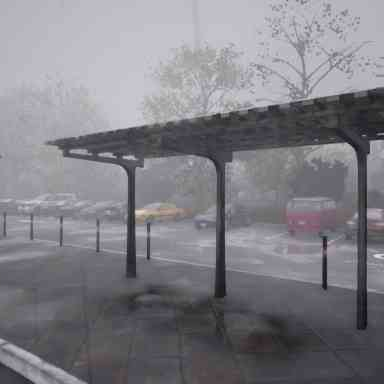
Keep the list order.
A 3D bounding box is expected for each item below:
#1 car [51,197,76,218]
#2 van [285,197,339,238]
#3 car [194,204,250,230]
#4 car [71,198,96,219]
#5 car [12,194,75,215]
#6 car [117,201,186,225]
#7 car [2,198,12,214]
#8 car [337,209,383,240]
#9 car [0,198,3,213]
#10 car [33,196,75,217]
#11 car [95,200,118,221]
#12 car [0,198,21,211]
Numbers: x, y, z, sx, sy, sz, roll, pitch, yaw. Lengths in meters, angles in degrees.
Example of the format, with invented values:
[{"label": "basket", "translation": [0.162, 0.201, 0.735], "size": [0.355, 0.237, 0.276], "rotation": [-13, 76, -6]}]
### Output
[{"label": "car", "translation": [-9.265, 1.455, 29.228], "size": [2.097, 1.535, 5.008], "rotation": [0, 0, 35]}, {"label": "van", "translation": [6.655, 1.264, 18.091], "size": [1.878, 1.987, 4.442], "rotation": [0, 0, 35]}, {"label": "car", "translation": [2.041, 1.510, 21.180], "size": [2.163, 1.488, 4.792], "rotation": [0, 0, 35]}, {"label": "car", "translation": [-6.999, 1.461, 27.625], "size": [2.231, 1.521, 4.892], "rotation": [0, 0, 35]}, {"label": "car", "translation": [-13.815, 1.194, 32.408], "size": [2.435, 2.045, 5.566], "rotation": [0, 0, 35]}, {"label": "car", "translation": [-2.580, 1.467, 24.261], "size": [1.946, 1.575, 5.366], "rotation": [0, 0, 35]}, {"label": "car", "translation": [-16.067, 1.442, 34.030], "size": [2.231, 1.521, 4.892], "rotation": [0, 0, 35]}, {"label": "car", "translation": [8.850, 1.536, 16.390], "size": [2.002, 1.452, 4.674], "rotation": [0, 0, 35]}, {"label": "car", "translation": [-18.334, 1.433, 35.636], "size": [2.097, 1.535, 5.008], "rotation": [0, 0, 35]}, {"label": "car", "translation": [-11.531, 1.450, 30.832], "size": [2.097, 1.535, 5.008], "rotation": [0, 0, 35]}, {"label": "car", "translation": [-4.721, 1.495, 26.040], "size": [2.163, 1.488, 4.792], "rotation": [0, 0, 35]}, {"label": "car", "translation": [-22.876, 1.443, 38.823], "size": [2.163, 1.488, 4.792], "rotation": [0, 0, 35]}]
